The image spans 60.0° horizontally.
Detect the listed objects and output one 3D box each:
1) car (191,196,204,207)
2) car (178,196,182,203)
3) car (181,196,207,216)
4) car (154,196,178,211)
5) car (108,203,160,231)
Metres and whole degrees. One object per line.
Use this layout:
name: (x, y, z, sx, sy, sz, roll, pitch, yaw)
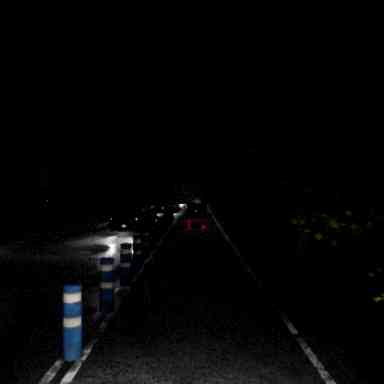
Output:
car: (0.811, 1.371, 50.514, 1.812, 1.442, 4.674, 0, 0, 1)
car: (-2.440, 1.338, 56.576, 1.812, 1.442, 4.674, 0, 0, 2)
car: (0.399, 1.426, 31.151, 2.128, 1.511, 4.902, 0, 0, 1)
car: (-2.942, 1.416, 36.476, 1.837, 1.490, 4.892, 0, 0, 1)
car: (-3.556, 1.574, 20.663, 1.895, 1.301, 4.718, 0, 0, 6)
